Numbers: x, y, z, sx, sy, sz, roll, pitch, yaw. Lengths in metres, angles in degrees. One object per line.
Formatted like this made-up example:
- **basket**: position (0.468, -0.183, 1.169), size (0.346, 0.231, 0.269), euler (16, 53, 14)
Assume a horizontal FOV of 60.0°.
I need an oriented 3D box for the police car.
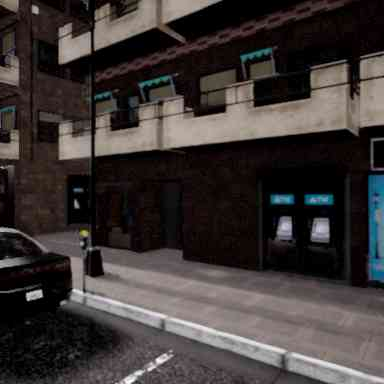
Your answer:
- **police car**: position (-4.537, 1.374, 6.652), size (5.238, 1.638, 1.930), euler (0, 0, 35)
